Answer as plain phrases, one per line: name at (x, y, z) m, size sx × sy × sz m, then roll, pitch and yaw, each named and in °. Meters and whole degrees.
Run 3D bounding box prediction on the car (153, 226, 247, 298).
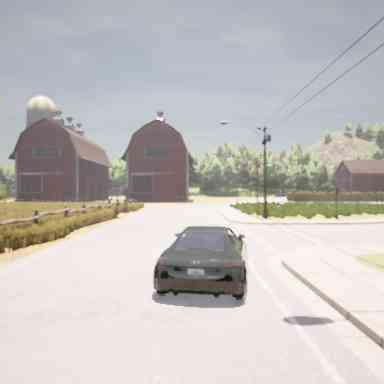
car at (0.405, 1.549, 8.575) m, size 1.994 × 1.385 × 4.181 m, roll 0°, pitch 0°, yaw 9°
